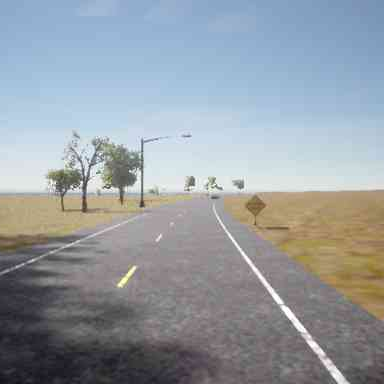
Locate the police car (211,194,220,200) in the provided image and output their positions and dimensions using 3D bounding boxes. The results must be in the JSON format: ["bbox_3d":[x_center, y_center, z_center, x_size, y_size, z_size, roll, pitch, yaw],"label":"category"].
[{"bbox_3d":[6.463,1.406,94.615,1.930,1.638,5.238,0,0,7],"label":"police car"}]

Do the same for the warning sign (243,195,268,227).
[{"bbox_3d":[3.793,1.099,19.902,1.300,1.860,1.060,0,0,1],"label":"warning sign"}]
